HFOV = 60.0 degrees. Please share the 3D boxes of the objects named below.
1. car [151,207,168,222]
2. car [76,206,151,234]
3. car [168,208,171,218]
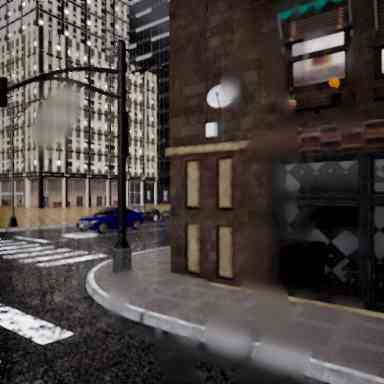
[{"bbox_3d":[-4.336,1.789,26.472,2.008,1.369,4.403,-1,-1,35],"label":"car"},{"bbox_3d":[-4.974,1.684,20.794,1.812,1.442,4.674,0,-1,33],"label":"car"},{"bbox_3d":[-1.140,1.870,31.033,2.008,1.369,4.403,-1,-2,35],"label":"car"}]
